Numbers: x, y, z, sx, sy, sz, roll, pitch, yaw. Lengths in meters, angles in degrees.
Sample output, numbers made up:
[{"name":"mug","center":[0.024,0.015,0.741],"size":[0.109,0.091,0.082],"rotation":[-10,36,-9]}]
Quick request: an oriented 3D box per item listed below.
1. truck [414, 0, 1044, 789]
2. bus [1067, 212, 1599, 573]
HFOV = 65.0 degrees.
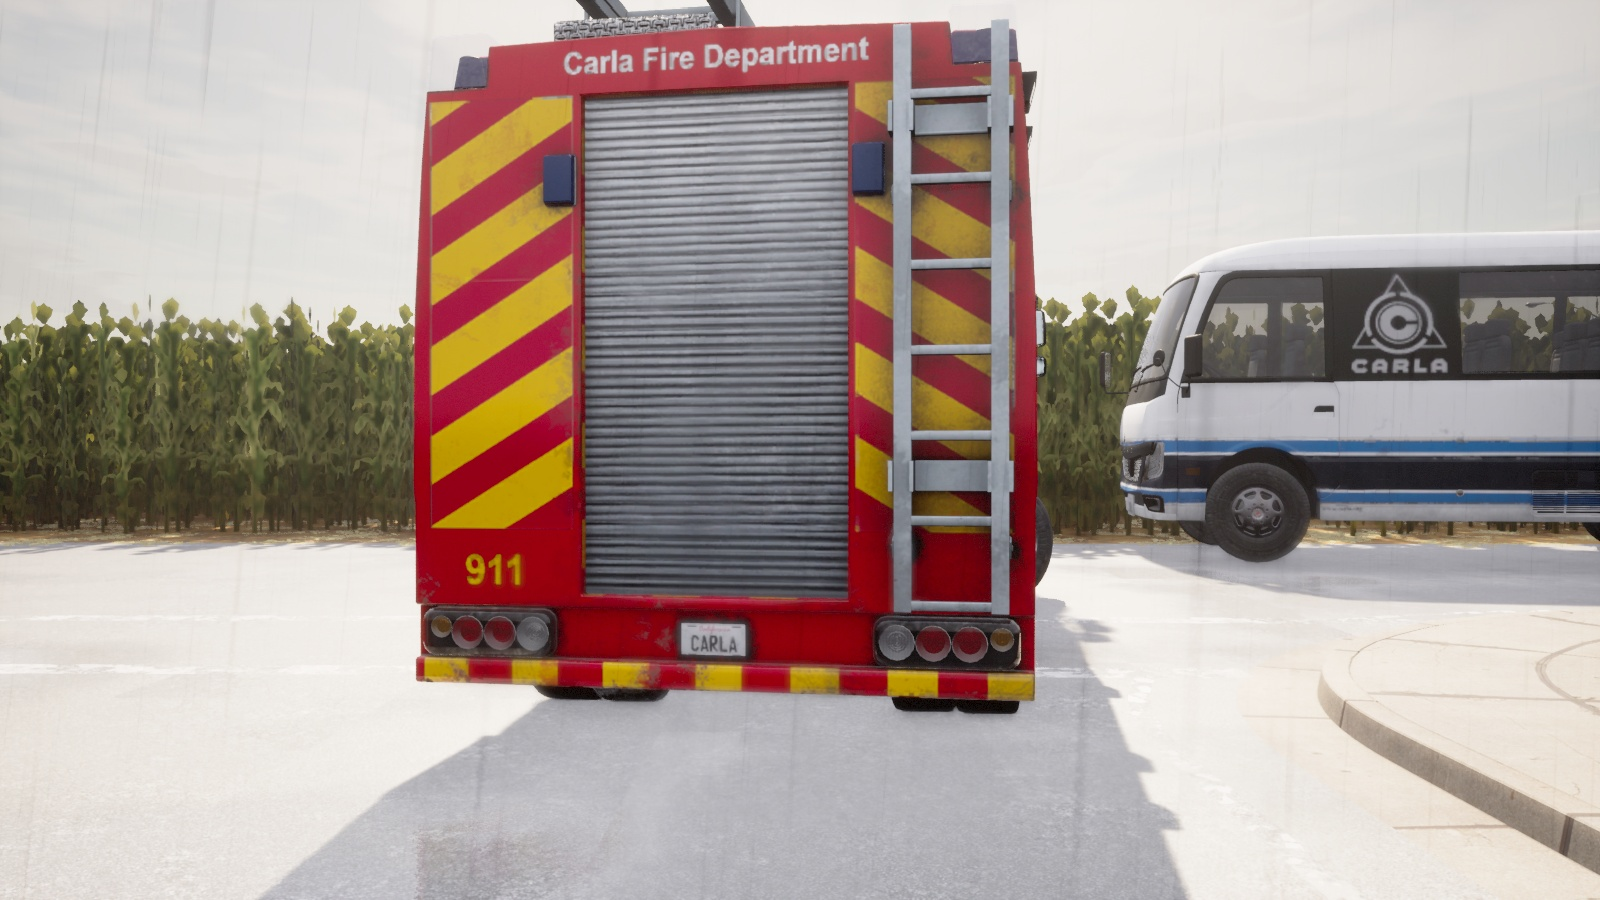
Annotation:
[{"name":"truck","center":[0.310,-0.466,9.815],"size":[2.891,3.827,8.468],"rotation":[0,0,9]},{"name":"bus","center":[8.975,-0.691,16.848],"size":[10.273,4.253,3.944],"rotation":[0,0,8]}]
